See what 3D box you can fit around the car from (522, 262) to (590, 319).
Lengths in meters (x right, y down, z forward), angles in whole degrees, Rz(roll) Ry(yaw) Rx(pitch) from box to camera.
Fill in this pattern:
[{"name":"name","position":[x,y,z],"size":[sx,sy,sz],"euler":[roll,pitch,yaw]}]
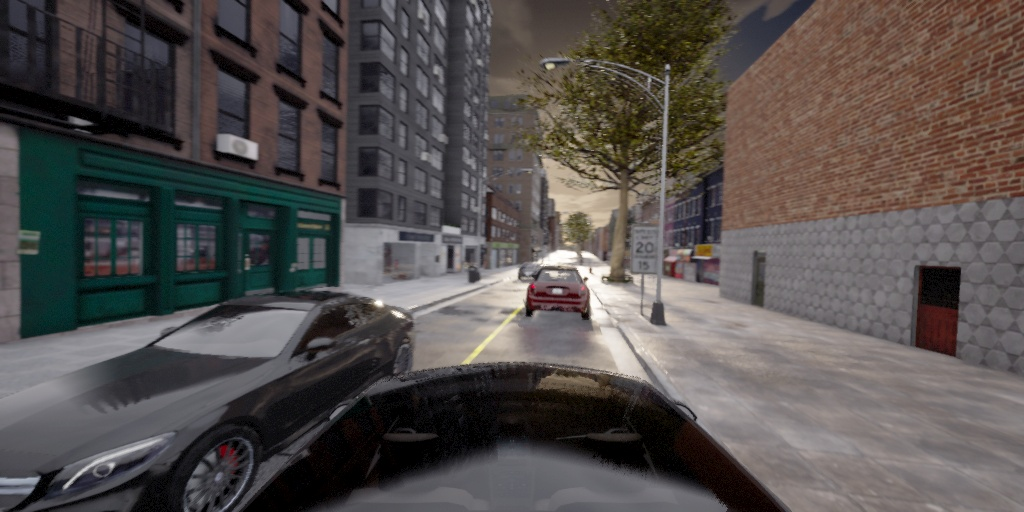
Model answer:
[{"name":"car","position":[1.767,1.143,13.379],"size":[2.097,1.767,4.553],"euler":[2,0,9]}]

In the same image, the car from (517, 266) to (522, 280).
[{"name":"car","position":[1.640,1.281,31.061],"size":[2.128,1.511,4.902],"euler":[2,0,9]}]

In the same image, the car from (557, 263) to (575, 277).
[{"name":"car","position":[6.157,1.517,40.695],"size":[1.895,1.301,4.718],"euler":[2,0,9]}]

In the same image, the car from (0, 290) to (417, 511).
[{"name":"car","position":[-2.699,1.182,4.234],"size":[1.812,1.442,4.674],"euler":[2,0,9]}]
